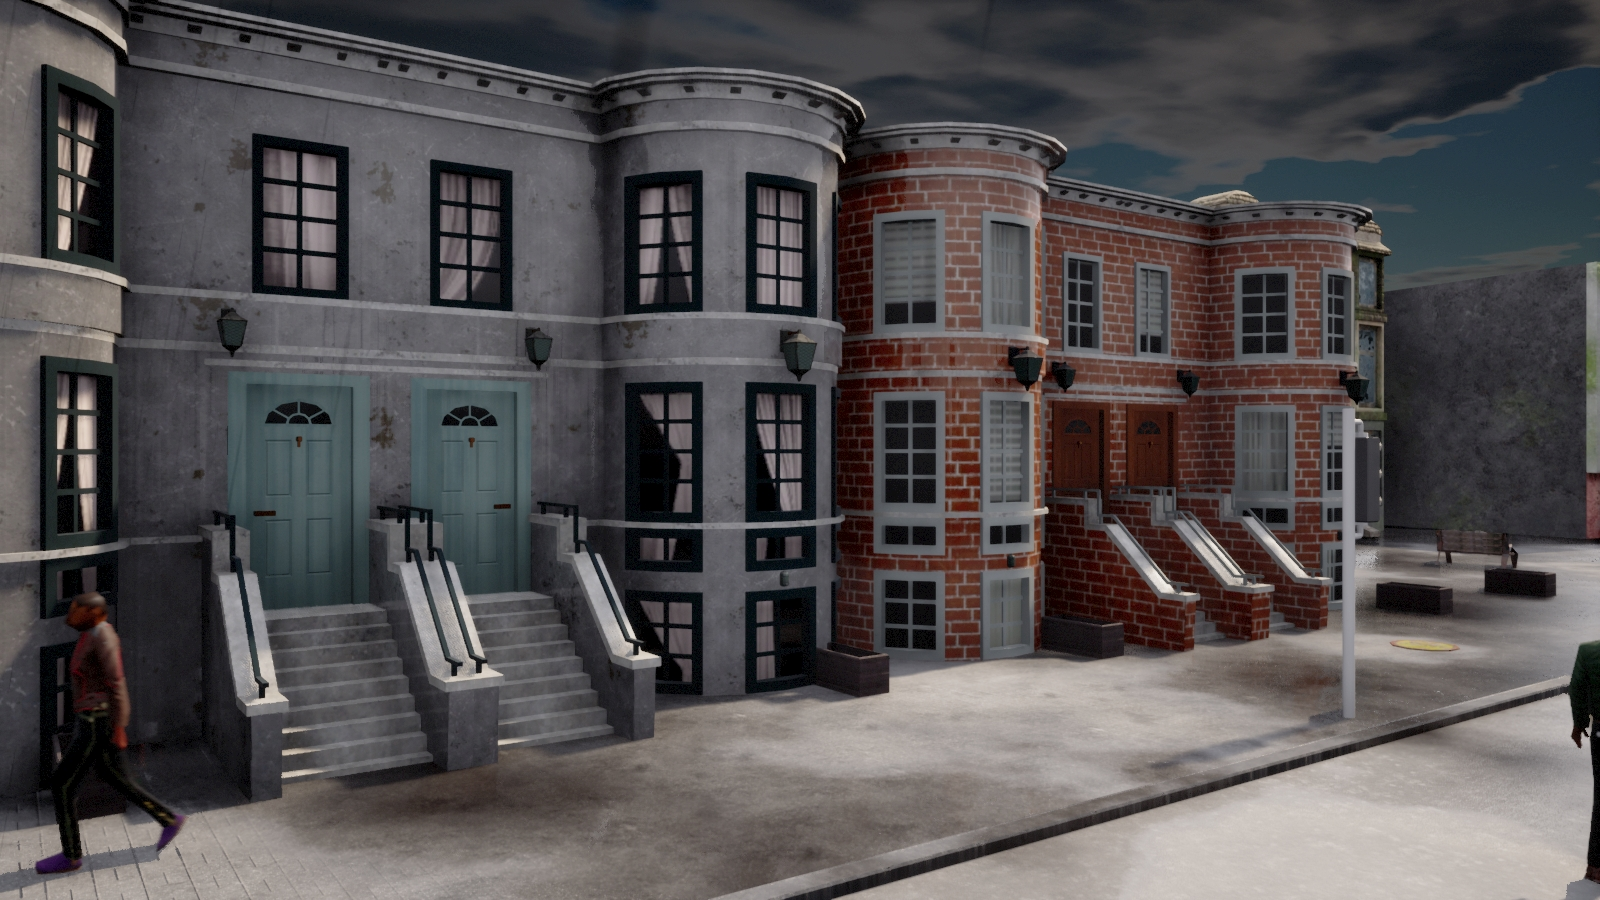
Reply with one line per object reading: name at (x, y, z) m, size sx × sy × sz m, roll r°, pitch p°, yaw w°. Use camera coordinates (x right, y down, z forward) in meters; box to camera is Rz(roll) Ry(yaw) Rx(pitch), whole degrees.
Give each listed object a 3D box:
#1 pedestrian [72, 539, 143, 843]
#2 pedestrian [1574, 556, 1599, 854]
pedestrian at (-4.478, 1.524, 7.387) m, size 0.375 × 1.860 × 0.375 m, roll 0°, pitch 0°, yaw -34°
pedestrian at (5.247, 1.628, 7.291) m, size 0.375 × 1.860 × 0.375 m, roll 0°, pitch 0°, yaw -26°
